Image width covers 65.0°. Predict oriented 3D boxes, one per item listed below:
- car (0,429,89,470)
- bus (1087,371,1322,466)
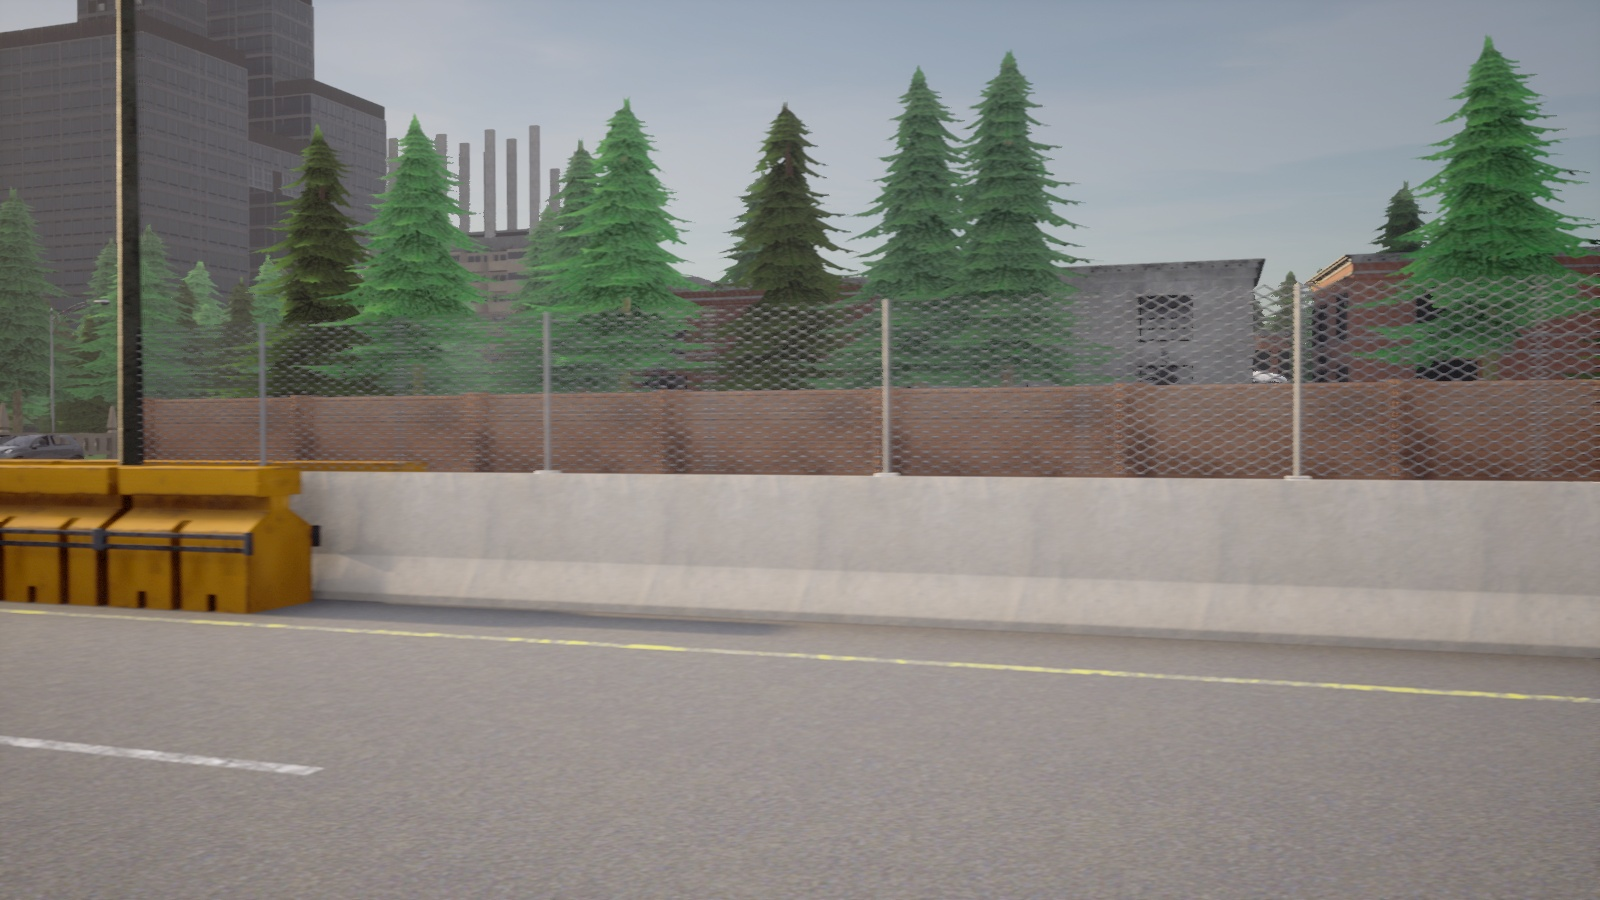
[{"bbox_3d":[-29.549,-0.042,48.184,1.845,1.501,3.633,1,1,18],"label":"car"},{"bbox_3d":[19.069,-1.472,59.660,10.273,4.253,3.944,1,1,18],"label":"bus"}]
